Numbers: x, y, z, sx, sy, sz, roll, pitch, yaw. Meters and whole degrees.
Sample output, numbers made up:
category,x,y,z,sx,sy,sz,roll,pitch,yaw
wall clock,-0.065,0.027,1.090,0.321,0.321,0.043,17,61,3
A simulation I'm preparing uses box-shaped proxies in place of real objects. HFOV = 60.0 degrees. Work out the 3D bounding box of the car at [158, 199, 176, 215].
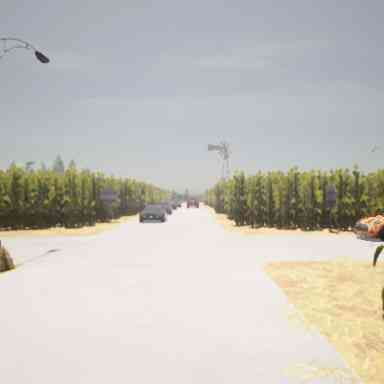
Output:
category,x,y,z,sx,sy,sz,roll,pitch,yaw
car,-3.156,1.741,36.789,1.837,1.490,4.892,0,0,0

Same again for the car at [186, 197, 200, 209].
category,x,y,z,sx,sy,sz,roll,pitch,yaw
car,0.163,1.881,58.869,2.150,2.045,5.566,0,-2,0

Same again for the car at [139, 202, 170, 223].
category,x,y,z,sx,sy,sz,roll,pitch,yaw
car,-3.168,1.761,27.663,1.994,1.385,4.181,0,-1,0

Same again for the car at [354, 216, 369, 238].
category,x,y,z,sx,sy,sz,roll,pitch,yaw
car,10.536,1.479,16.379,4.553,1.767,2.097,0,-1,0

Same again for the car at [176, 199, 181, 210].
category,x,y,z,sx,sy,sz,roll,pitch,yaw
car,-3.133,1.863,47.986,2.128,1.511,4.902,0,-2,0

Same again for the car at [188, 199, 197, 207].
category,x,y,z,sx,sy,sz,roll,pitch,yaw
car,0.074,2.343,69.412,1.882,1.535,5.008,0,-1,0
